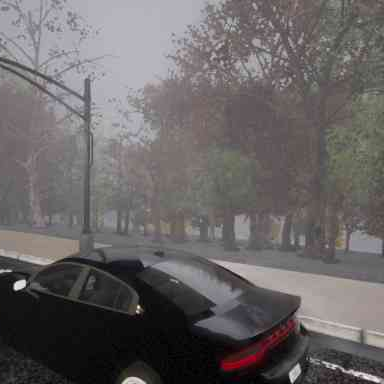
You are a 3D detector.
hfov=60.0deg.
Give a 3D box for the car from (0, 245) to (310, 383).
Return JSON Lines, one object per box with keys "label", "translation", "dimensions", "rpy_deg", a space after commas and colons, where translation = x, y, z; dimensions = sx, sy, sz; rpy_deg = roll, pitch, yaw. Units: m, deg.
{"label": "car", "translation": [-1.056, 1.477, 4.495], "dimensions": [5.008, 1.535, 1.882], "rpy_deg": [0, 0, 36]}
